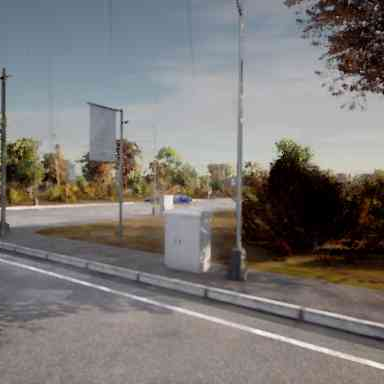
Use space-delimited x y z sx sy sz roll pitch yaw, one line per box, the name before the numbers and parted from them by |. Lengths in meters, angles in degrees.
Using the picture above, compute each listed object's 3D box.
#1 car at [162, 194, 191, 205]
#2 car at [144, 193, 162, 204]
car | -1.863 1.067 48.410 1.812 1.442 4.674 1 1 33
car | -5.110 0.965 49.826 1.882 1.535 5.008 1 1 33
